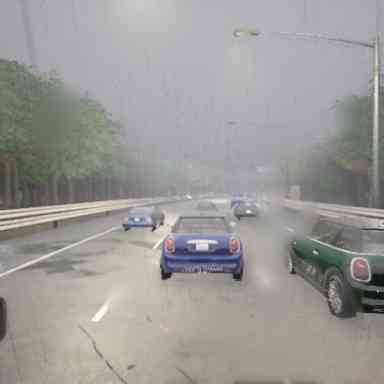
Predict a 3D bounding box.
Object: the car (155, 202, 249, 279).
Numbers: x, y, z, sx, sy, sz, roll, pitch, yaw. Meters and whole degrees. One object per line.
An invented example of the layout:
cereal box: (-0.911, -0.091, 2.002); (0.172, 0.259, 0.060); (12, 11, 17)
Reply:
car: (0.301, 1.341, 10.143); (2.097, 1.767, 4.553); (0, 0, 2)

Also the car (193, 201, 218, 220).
car: (1.224, 1.532, 28.187); (1.994, 1.385, 4.181); (0, 0, 4)

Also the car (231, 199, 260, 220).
car: (4.618, 1.536, 28.237); (1.994, 1.385, 4.181); (0, 0, 4)

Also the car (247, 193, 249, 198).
car: (12.807, 1.470, 84.399); (1.895, 1.301, 4.718); (0, 0, 13)

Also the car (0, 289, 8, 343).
car: (-3.366, 1.216, 1.747); (2.150, 2.045, 5.566); (0, 0, 0)

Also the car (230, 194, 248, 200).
car: (6.308, 1.422, 45.767); (1.882, 1.535, 5.008); (0, 0, 7)

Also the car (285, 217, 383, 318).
car: (3.616, 1.347, 7.529); (2.097, 1.767, 4.553); (0, 0, 1)

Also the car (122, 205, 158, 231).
car: (-2.803, 1.522, 20.293); (2.033, 1.411, 5.357); (0, 0, 3)
